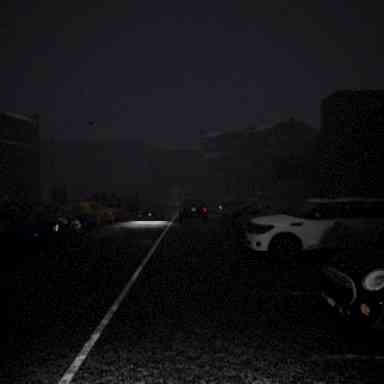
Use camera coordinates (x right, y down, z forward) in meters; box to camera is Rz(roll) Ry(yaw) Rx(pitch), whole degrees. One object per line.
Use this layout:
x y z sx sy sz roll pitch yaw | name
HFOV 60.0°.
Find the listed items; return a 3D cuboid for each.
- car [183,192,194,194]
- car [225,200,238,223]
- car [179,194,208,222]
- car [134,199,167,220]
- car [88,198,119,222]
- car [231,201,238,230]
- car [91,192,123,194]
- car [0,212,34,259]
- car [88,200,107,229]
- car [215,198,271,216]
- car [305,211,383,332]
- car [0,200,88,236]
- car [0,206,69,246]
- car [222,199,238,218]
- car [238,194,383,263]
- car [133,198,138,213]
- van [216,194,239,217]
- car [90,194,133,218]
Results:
-0.453 0.867 41.323 2.097 1.767 4.553 -1 3 -6 | car
4.657 1.402 19.825 4.892 1.521 2.231 0 0 0 | car
0.118 1.252 25.250 2.097 1.767 4.553 0 0 0 | car
-3.106 1.458 26.459 1.994 1.385 4.181 0 0 0 | car
-7.850 1.390 21.770 5.366 1.575 1.946 0 0 0 | car
4.668 1.413 16.907 4.892 1.521 2.231 0 0 0 | car
-7.629 1.021 33.422 5.566 2.045 2.435 0 1 0 | car
-7.670 1.480 10.018 4.674 1.452 2.002 0 0 0 | car
-7.673 1.406 18.707 4.892 1.521 2.231 0 0 0 | car
4.665 1.325 30.887 4.892 1.521 2.231 0 1 0 | car
4.685 1.331 5.857 4.553 1.767 2.185 0 0 0 | car
-7.700 1.291 15.894 4.553 1.767 2.185 0 0 0 | car
-7.700 1.458 12.957 4.792 1.488 2.163 0 0 0 | car
4.667 1.430 22.495 4.674 1.452 2.002 0 0 0 | car
4.629 1.183 11.318 5.566 2.045 2.435 0 0 0 | car
-7.664 1.331 30.482 5.008 1.535 2.097 0 1 0 | car
4.552 1.136 28.077 4.442 1.987 1.878 0 1 0 | van
-7.630 1.240 27.651 4.553 1.767 2.185 0 0 0 | car
